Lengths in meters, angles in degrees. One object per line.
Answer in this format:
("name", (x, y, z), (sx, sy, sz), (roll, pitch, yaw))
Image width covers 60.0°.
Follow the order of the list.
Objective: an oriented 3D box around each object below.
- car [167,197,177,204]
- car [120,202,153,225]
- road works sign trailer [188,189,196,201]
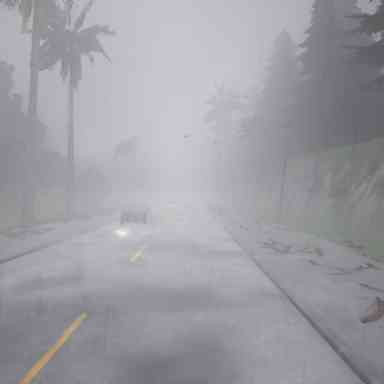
("car", (-4.047, 1.778, 68.798), (2.033, 1.411, 5.357), (0, 0, 0))
("car", (-4.099, 1.566, 25.069), (1.882, 1.535, 5.008), (0, 0, 0))
("road works sign trailer", (-0.088, 0.798, 95.024), (2.380, 3.560, 2.880), (0, 0, 0))
